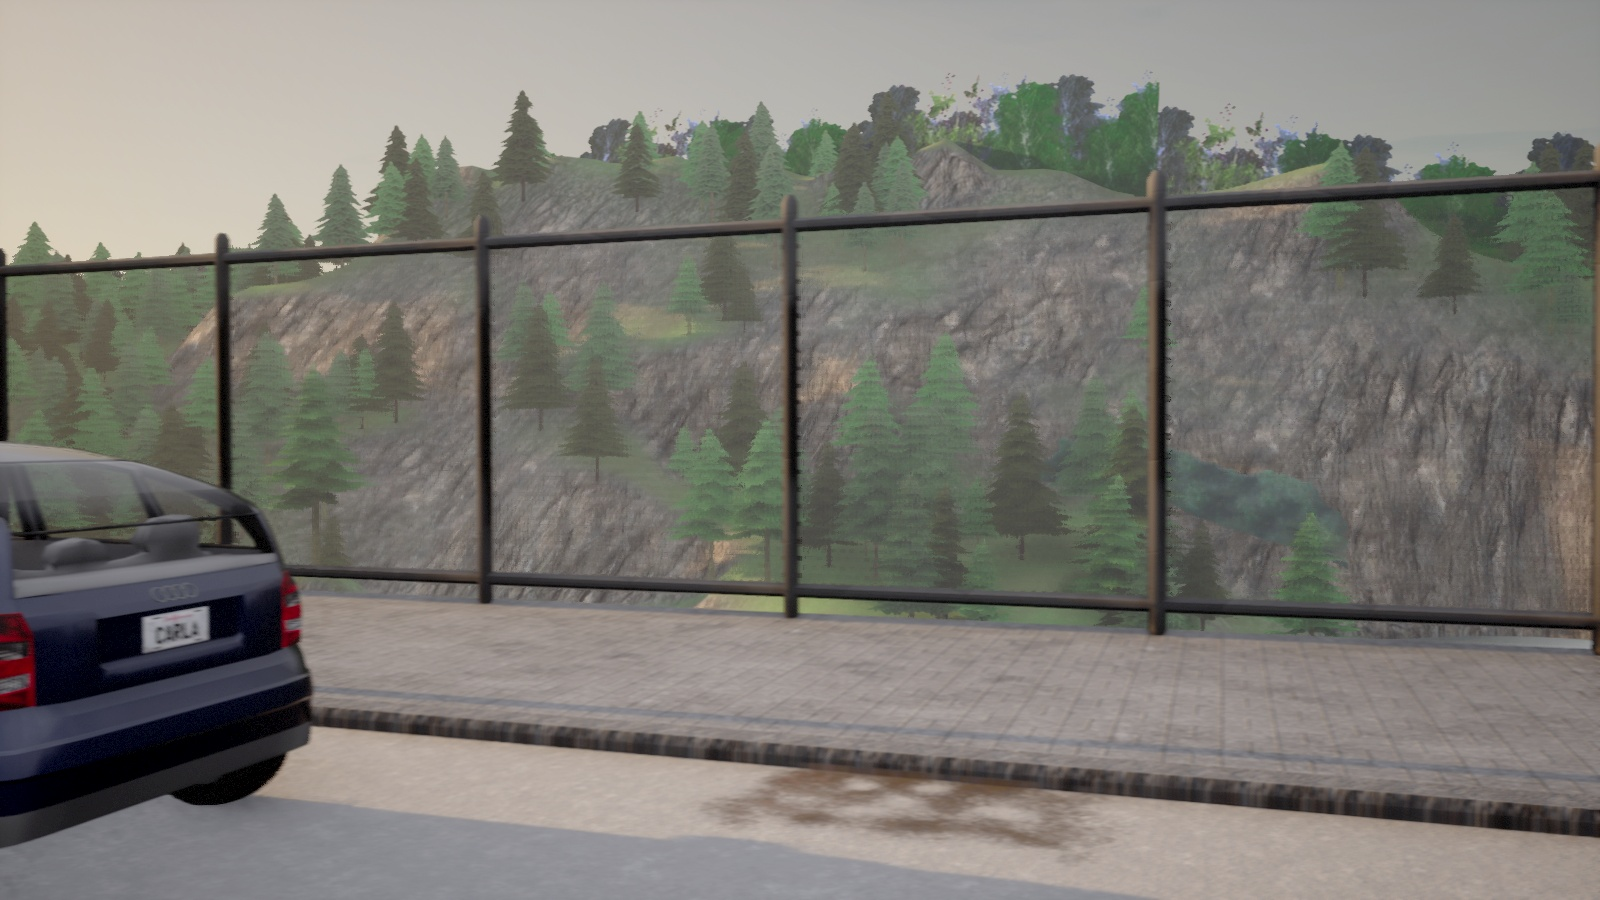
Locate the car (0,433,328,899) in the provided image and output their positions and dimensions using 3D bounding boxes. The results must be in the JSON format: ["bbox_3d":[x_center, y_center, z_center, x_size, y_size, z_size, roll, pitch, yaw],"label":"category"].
[{"bbox_3d":[-4.047,0.709,5.082,3.705,1.549,1.789,1,1,19],"label":"car"}]
